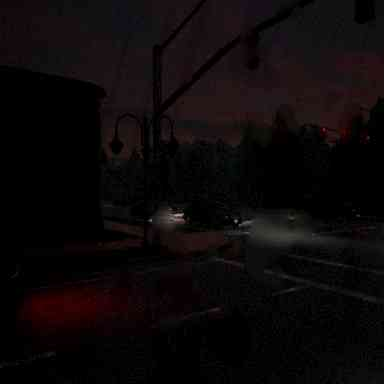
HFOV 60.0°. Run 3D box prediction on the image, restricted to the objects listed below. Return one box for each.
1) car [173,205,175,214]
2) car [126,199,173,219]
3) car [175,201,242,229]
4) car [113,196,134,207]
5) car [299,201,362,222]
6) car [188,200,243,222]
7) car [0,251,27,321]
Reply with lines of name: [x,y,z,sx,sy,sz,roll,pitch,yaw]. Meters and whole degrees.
car: [-3.248,1.564,34.620,1.994,1.385,4.181,0,0,-35]
car: [-3.853,1.564,29.360,1.994,1.385,4.181,0,0,-35]
car: [1.248,1.491,22.061,2.128,1.511,4.902,0,0,-35]
car: [-10.485,1.352,51.359,2.097,1.767,4.553,0,0,-35]
car: [10.875,1.505,26.553,1.837,1.490,4.892,-2,1,-36]
car: [1.836,1.505,27.323,1.837,1.490,4.892,0,0,-35]
car: [-5.113,1.477,4.641,5.008,1.535,1.882,0,0,-35]
